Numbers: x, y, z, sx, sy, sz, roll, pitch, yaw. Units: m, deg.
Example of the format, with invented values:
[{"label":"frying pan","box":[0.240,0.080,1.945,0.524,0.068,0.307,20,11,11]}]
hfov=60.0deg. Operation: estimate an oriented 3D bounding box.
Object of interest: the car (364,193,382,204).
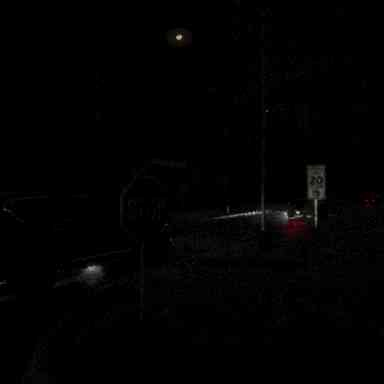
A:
[{"label":"car","box":[26.122,0.985,48.070,1.837,1.490,4.892,0,0,36]}]

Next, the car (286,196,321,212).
[{"label":"car","box":[10.867,1.116,32.128,1.895,1.301,4.718,0,0,36]}]

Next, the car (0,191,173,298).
[{"label":"car","box":[-2.929,0.980,8.206,2.150,2.045,5.566,0,1,36]}]

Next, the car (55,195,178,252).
[{"label":"car","box":[-2.808,1.063,13.387,2.097,1.767,4.553,0,1,36]}]

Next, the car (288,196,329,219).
[{"label":"car","box":[8.341,1.062,23.673,1.837,1.490,4.892,0,0,36]}]
